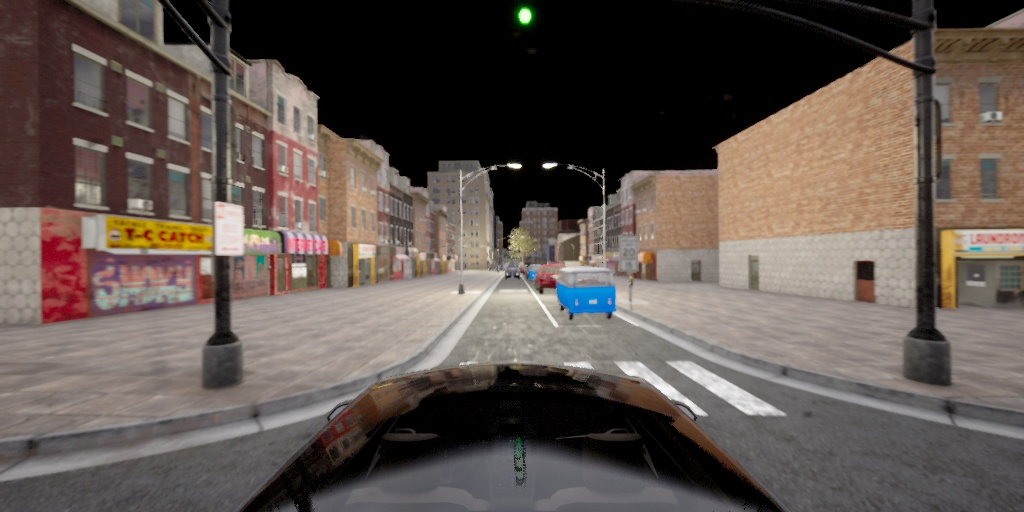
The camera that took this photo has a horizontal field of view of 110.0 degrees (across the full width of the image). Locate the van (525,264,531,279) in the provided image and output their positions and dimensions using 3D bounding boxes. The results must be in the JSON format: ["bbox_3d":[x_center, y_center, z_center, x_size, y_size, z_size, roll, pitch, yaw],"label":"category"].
[{"bbox_3d":[2.686,1.836,39.889,1.690,1.789,3.998,0,0,0],"label":"van"}]

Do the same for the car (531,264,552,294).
[{"bbox_3d":[2.663,1.472,24.024,2.192,1.841,5.009,0,0,0],"label":"car"}]

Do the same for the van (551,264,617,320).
[{"bbox_3d":[2.649,1.293,13.445,1.690,1.789,3.998,0,0,0],"label":"van"}]

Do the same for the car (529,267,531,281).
[{"bbox_3d":[2.671,1.818,29.311,2.007,1.370,4.403,0,0,0],"label":"car"}]

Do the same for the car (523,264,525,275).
[{"bbox_3d":[2.693,2.055,45.177,1.967,1.591,4.097,0,0,0],"label":"car"}]

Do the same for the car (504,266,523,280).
[{"bbox_3d":[0.051,2.214,43.931,1.895,1.301,4.718,-1,-1,0],"label":"car"}]
